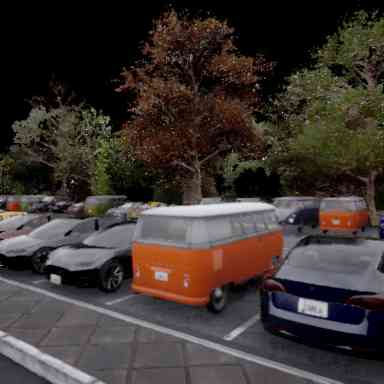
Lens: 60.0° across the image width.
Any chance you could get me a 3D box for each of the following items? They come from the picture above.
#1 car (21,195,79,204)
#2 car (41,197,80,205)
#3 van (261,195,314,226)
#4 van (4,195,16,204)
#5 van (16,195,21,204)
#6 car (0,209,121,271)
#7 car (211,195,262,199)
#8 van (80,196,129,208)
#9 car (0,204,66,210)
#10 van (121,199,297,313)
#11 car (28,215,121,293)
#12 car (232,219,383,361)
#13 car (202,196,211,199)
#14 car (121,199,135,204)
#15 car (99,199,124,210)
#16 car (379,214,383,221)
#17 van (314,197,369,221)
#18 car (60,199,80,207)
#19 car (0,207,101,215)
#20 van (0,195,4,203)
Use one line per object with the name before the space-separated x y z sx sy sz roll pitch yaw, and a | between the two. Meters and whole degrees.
car | -14.128 1.334 34.600 2.435 2.045 5.566 0 0 36
car | -11.773 1.575 32.916 2.097 1.535 5.008 0 0 36
van | 6.084 1.273 19.791 1.878 1.987 4.442 0 0 36
van | -18.423 1.379 37.902 1.878 1.987 4.442 0 0 36
van | -16.283 1.369 36.347 1.878 1.987 4.442 0 0 36
car | -3.865 1.542 10.962 2.163 1.488 4.792 0 0 36
car | 3.897 1.257 21.492 2.435 2.045 5.566 0 0 36
van | -7.322 1.331 29.830 1.878 1.987 4.442 0 0 36
car | -8.448 1.529 14.102 1.946 1.575 5.366 0 0 36
van | 0.710 1.267 7.815 1.878 1.987 4.442 0 0 36
car | -1.620 1.533 9.330 2.163 1.488 4.792 0 0 36
car | 2.905 1.513 6.111 2.163 1.488 4.792 0 0 36
car | 1.656 1.267 23.121 2.435 2.045 5.566 0 0 36
car | -2.811 1.537 26.398 2.097 1.535 5.008 0 0 36
car | -5.147 1.587 28.107 2.002 1.452 4.674 0 0 36
car | 10.637 1.479 16.631 2.097 1.535 5.008 0 0 36
van | 8.462 1.263 18.350 1.878 1.987 4.442 0 0 36
car | -9.530 1.606 31.288 2.002 1.452 4.674 0 0 36
car | -6.110 1.552 12.595 2.163 1.488 4.792 0 0 36
van | -20.908 1.389 39.421 1.878 1.987 4.442 -1 0 36
